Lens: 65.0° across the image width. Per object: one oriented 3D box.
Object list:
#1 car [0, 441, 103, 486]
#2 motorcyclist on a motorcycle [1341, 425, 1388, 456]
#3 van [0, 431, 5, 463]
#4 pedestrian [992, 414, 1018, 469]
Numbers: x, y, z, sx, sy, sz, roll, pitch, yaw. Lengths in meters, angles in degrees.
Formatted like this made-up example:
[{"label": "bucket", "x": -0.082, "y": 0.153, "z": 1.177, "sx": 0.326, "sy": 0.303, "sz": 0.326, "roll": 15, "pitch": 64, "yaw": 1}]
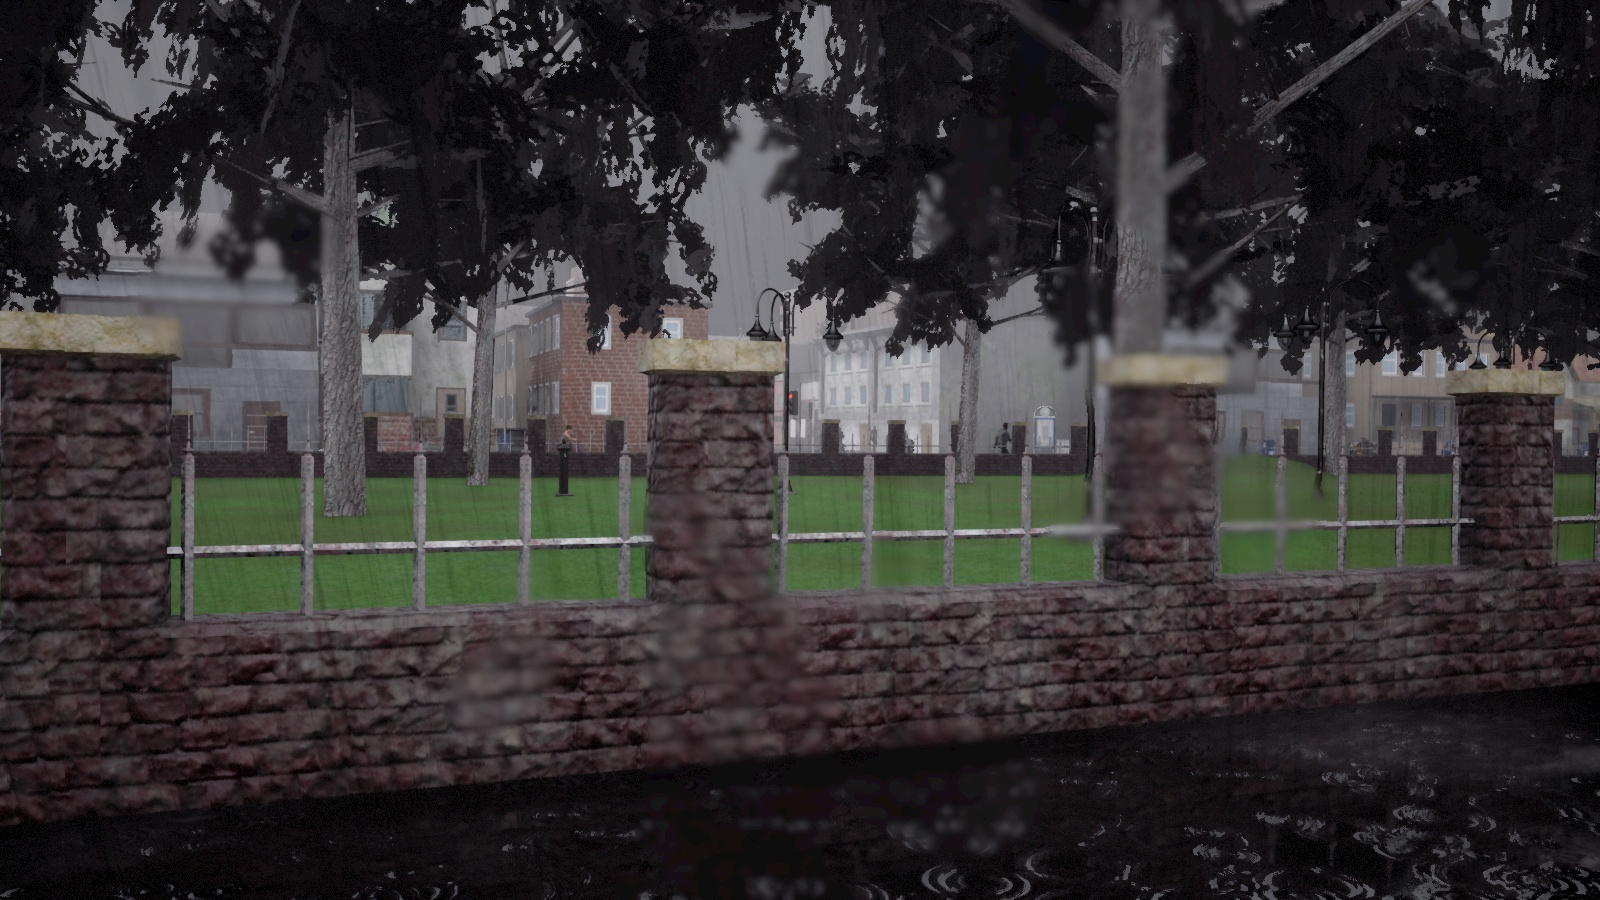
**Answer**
[{"label": "car", "x": -26.566, "y": 0.448, "z": 42.078, "sx": 5.357, "sy": 1.411, "sz": 2.033, "roll": -1, "pitch": 1, "yaw": -21}, {"label": "motorcyclist on a motorcycle", "x": 28.501, "y": -0.507, "z": 63.443, "sx": 2.191, "sy": 1.530, "sz": 0.866, "roll": -1, "pitch": 1, "yaw": -21}, {"label": "van", "x": -50.449, "y": -0.158, "z": 77.200, "sx": 1.775, "sy": 1.987, "sz": 4.442, "roll": -1, "pitch": 1, "yaw": -21}, {"label": "pedestrian", "x": 7.422, "y": -0.311, "z": 45.417, "sx": 0.788, "sy": 1.949, "sz": 0.423, "roll": -1, "pitch": 1, "yaw": -21}]
